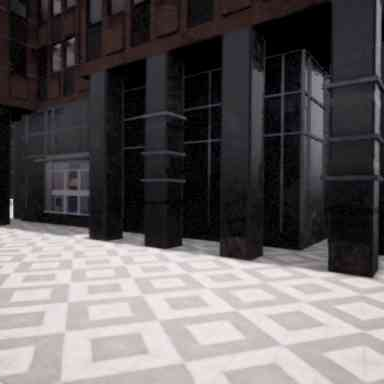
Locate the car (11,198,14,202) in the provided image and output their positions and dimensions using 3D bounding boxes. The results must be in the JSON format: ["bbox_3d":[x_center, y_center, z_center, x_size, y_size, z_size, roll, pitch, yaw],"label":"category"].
[{"bbox_3d":[-25.476,1.058,51.288,2.008,1.369,4.403,2,2,36],"label":"car"}]
